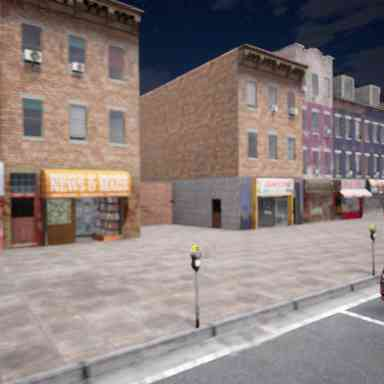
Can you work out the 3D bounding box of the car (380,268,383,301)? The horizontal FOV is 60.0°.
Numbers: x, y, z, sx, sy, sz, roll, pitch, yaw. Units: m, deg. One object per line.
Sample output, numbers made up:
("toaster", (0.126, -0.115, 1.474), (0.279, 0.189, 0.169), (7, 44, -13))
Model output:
("car", (5.565, 1.534, 6.794), (4.507, 1.381, 1.887), (0, -1, -36))
